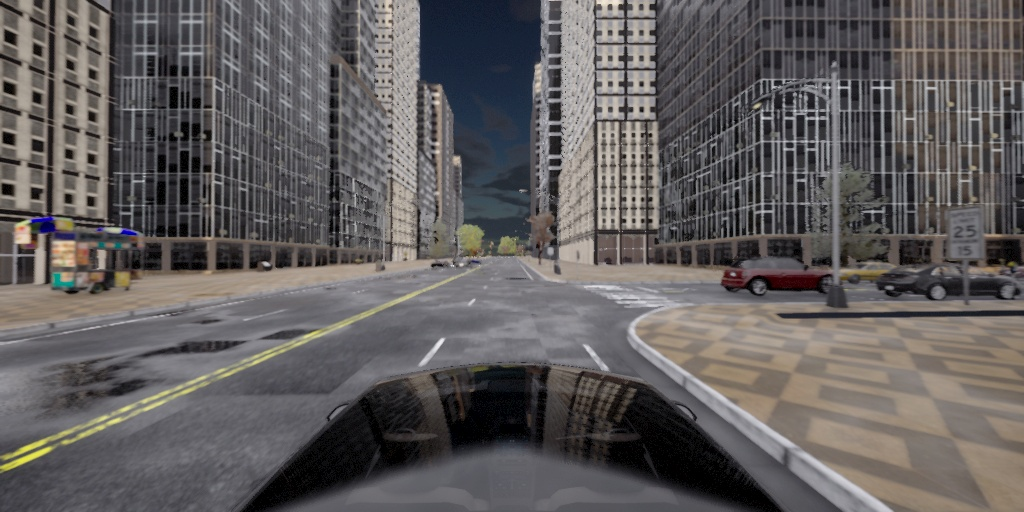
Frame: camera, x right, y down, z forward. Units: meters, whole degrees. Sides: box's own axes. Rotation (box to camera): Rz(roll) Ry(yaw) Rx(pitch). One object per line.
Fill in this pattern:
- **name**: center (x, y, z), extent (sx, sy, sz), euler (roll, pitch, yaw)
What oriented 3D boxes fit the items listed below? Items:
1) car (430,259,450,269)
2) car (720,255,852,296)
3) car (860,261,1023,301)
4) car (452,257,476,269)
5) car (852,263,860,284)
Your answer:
- **car**: center (-9.818, 1.095, 49.179), extent (1.895, 1.301, 4.718), euler (0, 0, 0)
- **car**: center (12.239, 0.836, 16.457), extent (4.553, 1.767, 2.097), euler (-1, -1, -1)
- **car**: center (16.687, 0.963, 13.814), extent (4.403, 1.370, 2.007), euler (0, 0, -1)
- **car**: center (-6.573, 0.985, 49.153), extent (2.128, 1.511, 4.902), euler (0, 0, 0)
- **car**: center (21.968, 0.975, 22.263), extent (4.829, 1.417, 1.751), euler (0, 0, -1)
